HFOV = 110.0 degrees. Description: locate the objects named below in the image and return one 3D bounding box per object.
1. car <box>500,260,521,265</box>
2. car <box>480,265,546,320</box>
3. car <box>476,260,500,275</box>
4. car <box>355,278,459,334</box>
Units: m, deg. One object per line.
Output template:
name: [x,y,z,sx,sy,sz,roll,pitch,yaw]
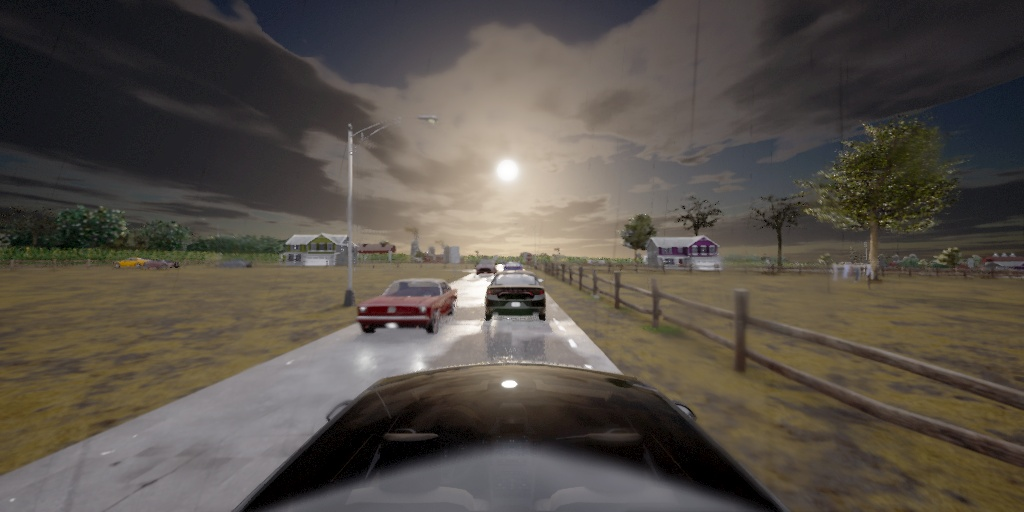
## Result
car: [0.100,1.290,34.671,1.882,1.535,5.008,0,0,0]
car: [0.104,1.236,12.720,1.882,1.535,5.008,0,0,0]
car: [-2.760,1.180,39.315,2.097,1.767,4.553,0,0,0]
car: [-2.846,1.355,10.722,1.895,1.301,4.718,0,0,0]
